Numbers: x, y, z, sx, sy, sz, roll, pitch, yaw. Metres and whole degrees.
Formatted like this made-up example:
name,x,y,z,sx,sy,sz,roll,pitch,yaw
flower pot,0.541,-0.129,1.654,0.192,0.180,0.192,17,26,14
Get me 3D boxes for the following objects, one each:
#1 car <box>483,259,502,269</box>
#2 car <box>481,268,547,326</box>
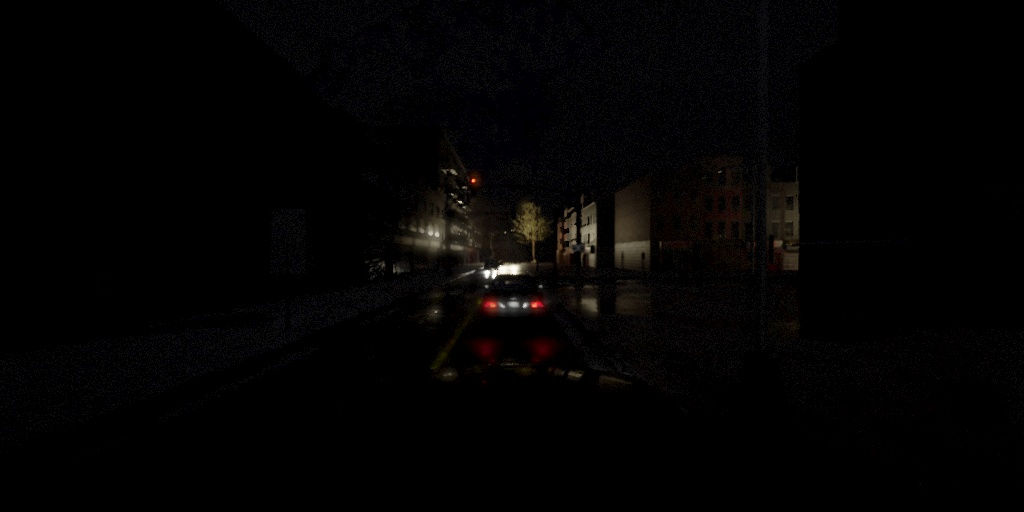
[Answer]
name,x,y,z,sx,sy,sz,roll,pitch,yaw
car,-2.822,1.178,49.398,2.128,1.511,4.902,0,0,0
car,0.065,1.280,11.594,2.033,1.411,5.357,0,0,0
